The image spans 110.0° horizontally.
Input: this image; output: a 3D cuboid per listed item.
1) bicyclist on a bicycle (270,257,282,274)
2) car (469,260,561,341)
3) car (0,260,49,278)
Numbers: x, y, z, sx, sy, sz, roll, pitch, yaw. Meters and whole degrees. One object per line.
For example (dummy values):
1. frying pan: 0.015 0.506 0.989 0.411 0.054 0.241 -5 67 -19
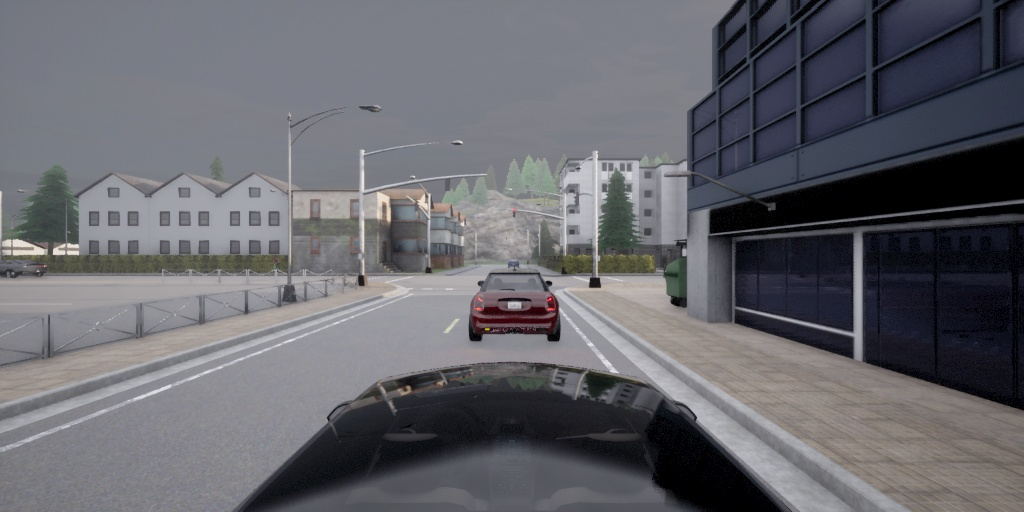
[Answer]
1. bicyclist on a bicycle: -22.226 0.874 33.826 0.582 1.620 1.656 0 0 0
2. car: 0.081 1.102 9.993 2.097 1.767 4.553 0 0 1
3. car: -42.115 1.065 30.065 4.902 1.511 2.128 0 0 0
